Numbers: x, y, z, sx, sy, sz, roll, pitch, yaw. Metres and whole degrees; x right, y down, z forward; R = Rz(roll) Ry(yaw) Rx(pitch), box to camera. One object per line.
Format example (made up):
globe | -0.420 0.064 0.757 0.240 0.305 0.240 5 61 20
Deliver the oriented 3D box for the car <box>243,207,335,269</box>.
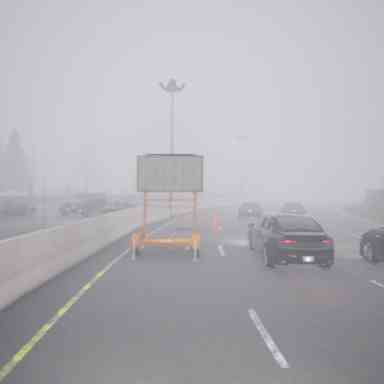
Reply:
car | 3.068 1.481 11.073 1.837 1.490 4.892 0 0 1

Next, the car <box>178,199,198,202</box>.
car | -0.717 1.086 62.806 2.097 1.767 4.553 1 0 29

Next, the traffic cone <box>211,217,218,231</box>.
traffic cone | 1.259 1.886 18.902 0.340 0.580 0.340 0 0 5

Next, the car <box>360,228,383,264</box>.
car | 6.542 1.363 8.991 2.097 1.767 4.553 0 0 -1

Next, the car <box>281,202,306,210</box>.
car | 8.743 1.508 28.896 1.994 1.385 4.181 0 0 12

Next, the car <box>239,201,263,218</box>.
car | 5.080 1.483 28.494 1.994 1.385 4.181 0 0 12

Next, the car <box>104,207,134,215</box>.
car | -6.032 1.406 27.310 1.994 1.385 4.181 0 0 11

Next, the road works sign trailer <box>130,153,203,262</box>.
road works sign trailer | -0.775 0.408 12.037 2.380 3.560 2.880 0 0 5
